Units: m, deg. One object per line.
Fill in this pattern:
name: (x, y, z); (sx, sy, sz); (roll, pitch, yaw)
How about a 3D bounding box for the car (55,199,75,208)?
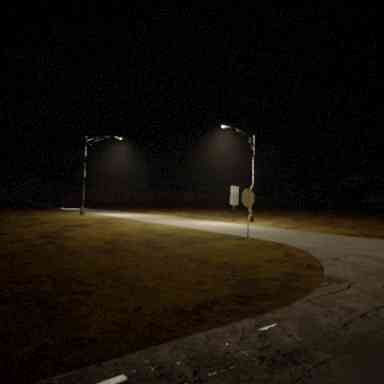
car: (-18.965, 1.676, 49.715); (1.994, 1.385, 4.181); (3, -2, -36)
